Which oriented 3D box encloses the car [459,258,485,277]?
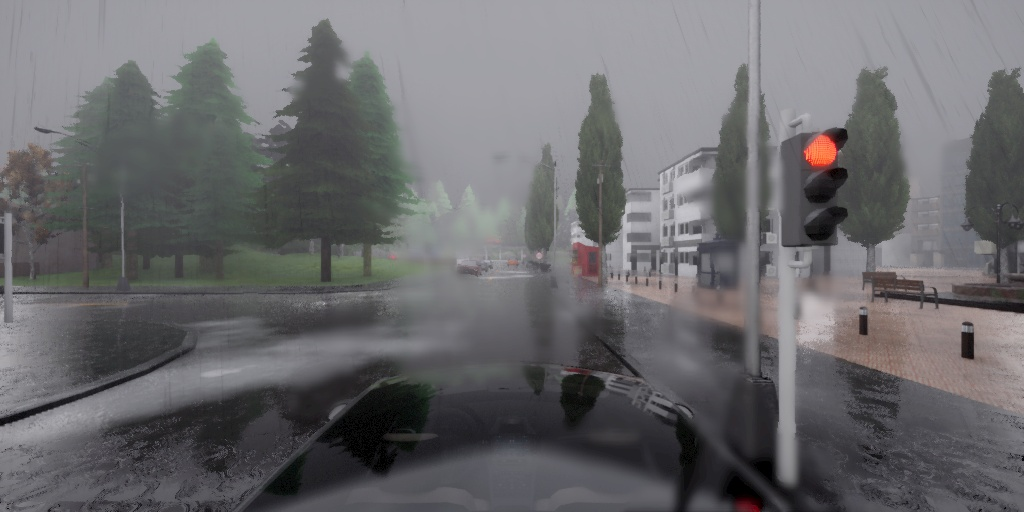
[{"bbox_3d":[-4.078,1.228,35.706,1.882,1.535,5.008,0,0,0],"label":"car"}]

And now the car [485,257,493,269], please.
[{"bbox_3d":[-4.012,1.276,55.753,1.812,1.442,4.674,0,0,0],"label":"car"}]

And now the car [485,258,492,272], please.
[{"bbox_3d":[-4.060,1.314,45.626,1.994,1.385,4.181,0,0,0],"label":"car"}]
